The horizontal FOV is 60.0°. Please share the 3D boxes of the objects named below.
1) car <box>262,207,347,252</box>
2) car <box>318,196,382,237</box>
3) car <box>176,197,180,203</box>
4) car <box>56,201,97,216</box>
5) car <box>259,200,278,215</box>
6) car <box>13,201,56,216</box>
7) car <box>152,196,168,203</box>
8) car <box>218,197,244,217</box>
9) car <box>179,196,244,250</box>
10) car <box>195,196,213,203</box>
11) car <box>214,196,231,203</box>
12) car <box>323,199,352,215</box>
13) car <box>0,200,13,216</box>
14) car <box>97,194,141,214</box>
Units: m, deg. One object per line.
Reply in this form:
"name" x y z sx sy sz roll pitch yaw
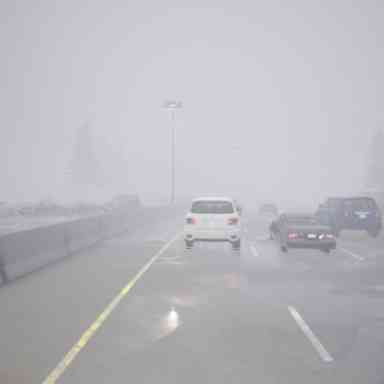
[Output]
"car" 4.396 1.566 13.977 2.033 1.411 5.357 0 0 6
"car" 8.466 1.253 18.482 2.150 2.045 5.566 0 0 8
"car" -1.688 1.514 70.940 1.882 1.535 5.008 0 0 24
"car" -10.673 1.594 32.322 1.895 1.301 4.718 0 0 12
"car" 7.990 1.565 34.751 1.812 1.442 4.674 0 0 13
"car" -14.356 1.584 31.727 1.895 1.301 4.718 0 0 11
"car" -6.495 1.546 68.752 1.812 1.442 4.674 0 0 22
"car" 3.851 1.380 32.262 2.097 1.767 4.553 0 0 12
"car" 0.993 1.233 14.702 2.150 2.045 5.566 0 0 6
"car" 2.563 1.565 71.771 2.128 1.511 4.902 0 0 24
"car" 6.644 1.555 72.158 2.033 1.411 5.357 0 0 26
"car" 15.485 1.549 35.769 2.128 1.511 4.902 0 0 15
"car" -18.157 1.499 30.270 1.812 1.442 4.674 0 0 11
"car" -6.887 1.224 33.318 2.150 2.045 5.566 0 0 12
